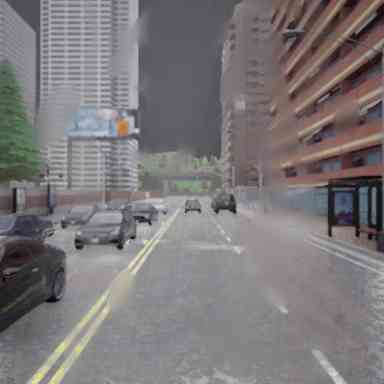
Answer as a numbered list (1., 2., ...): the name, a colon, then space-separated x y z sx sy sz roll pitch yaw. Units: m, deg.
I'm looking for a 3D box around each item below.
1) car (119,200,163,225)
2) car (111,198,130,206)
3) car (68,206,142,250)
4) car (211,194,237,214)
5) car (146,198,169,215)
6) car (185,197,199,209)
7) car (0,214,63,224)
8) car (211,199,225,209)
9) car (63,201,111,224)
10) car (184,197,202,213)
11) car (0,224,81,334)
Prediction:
1. car: -3.581 1.566 24.338 2.033 1.411 5.357 0 0 0
2. car: -7.041 1.377 32.064 2.097 1.767 4.553 0 0 0
3. car: -3.590 1.537 14.627 1.812 1.442 4.674 0 0 0
4. car: 3.503 1.248 35.946 2.150 2.045 5.566 0 0 0
5. car: -3.519 1.552 34.294 1.812 1.442 4.674 0 0 0
6. car: 0.021 1.515 48.518 1.882 1.535 5.008 0 0 0
7. car: -7.098 1.558 12.726 2.033 1.411 5.357 0 0 0
8. car: 3.694 1.637 47.239 1.895 1.301 4.718 0 0 5
9. car: -7.089 1.543 22.221 1.812 1.442 4.674 0 0 1
10. car: 0.102 1.576 37.007 2.033 1.411 5.357 0 0 0
11. car: -3.597 1.530 5.531 1.812 1.442 4.674 0 0 0
